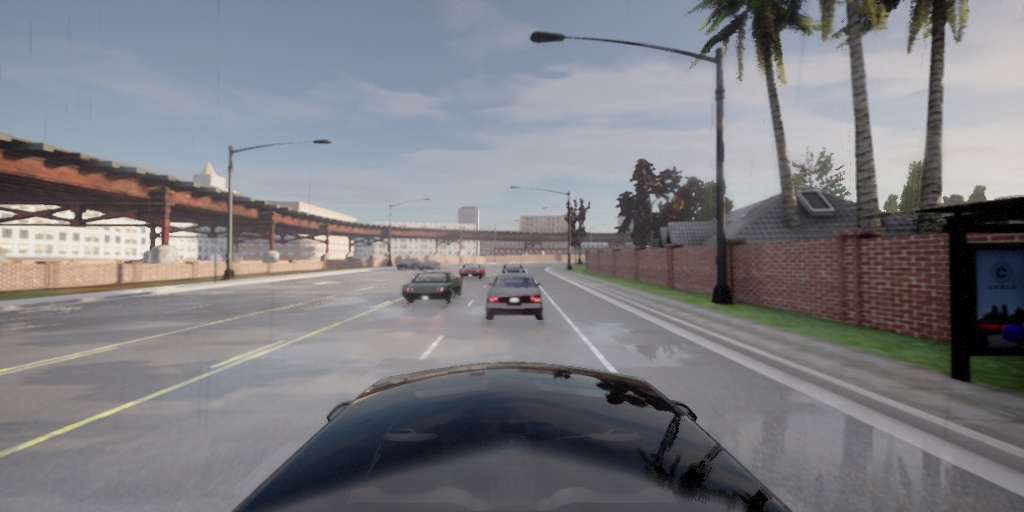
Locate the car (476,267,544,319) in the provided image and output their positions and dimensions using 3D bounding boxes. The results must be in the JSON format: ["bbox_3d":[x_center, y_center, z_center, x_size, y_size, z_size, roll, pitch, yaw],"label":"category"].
[{"bbox_3d":[0.084,1.303,12.774,2.033,1.411,5.357,0,0,0],"label":"car"}]

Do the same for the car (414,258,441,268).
[{"bbox_3d":[-10.470,1.196,46.198,2.033,1.411,5.357,0,0,2],"label":"car"}]

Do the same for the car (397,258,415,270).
[{"bbox_3d":[-13.772,0.997,48.072,2.097,1.767,4.553,0,0,3],"label":"car"}]

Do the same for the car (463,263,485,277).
[{"bbox_3d":[-3.401,1.298,31.677,1.895,1.301,4.718,0,0,0],"label":"car"}]

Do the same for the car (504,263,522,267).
[{"bbox_3d":[0.099,1.298,31.673,1.895,1.301,4.718,0,0,0],"label":"car"}]

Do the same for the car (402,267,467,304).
[{"bbox_3d":[-3.405,1.349,16.333,1.895,1.301,4.718,0,0,0],"label":"car"}]
